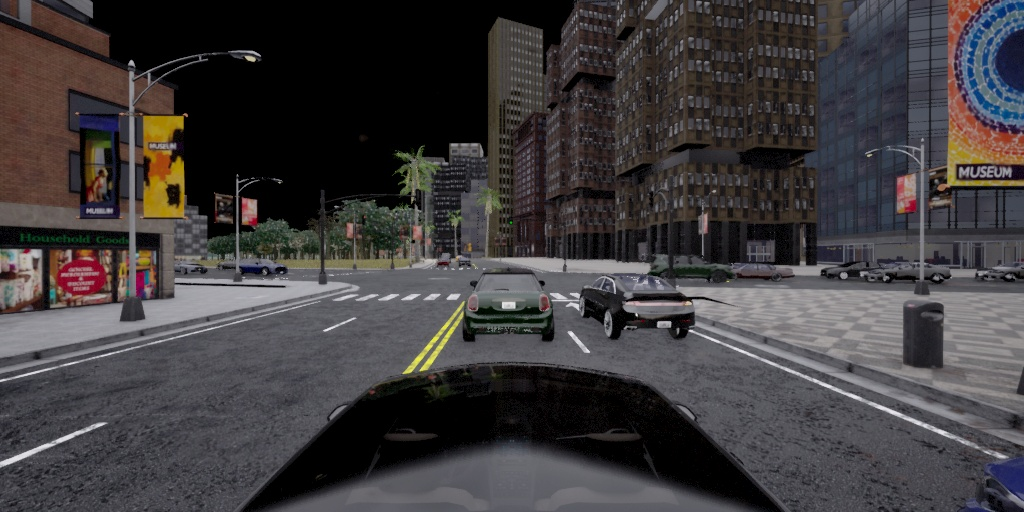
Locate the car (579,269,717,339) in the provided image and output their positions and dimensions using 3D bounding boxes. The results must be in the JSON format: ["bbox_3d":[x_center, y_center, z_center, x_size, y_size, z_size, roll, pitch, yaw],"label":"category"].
[{"bbox_3d":[3.176,1.240,10.038,2.128,1.511,4.902,0,0,-1],"label":"car"}]

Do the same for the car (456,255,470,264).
[{"bbox_3d":[-7.371,0.954,55.479,2.033,1.411,5.357,0,1,-12],"label":"car"}]

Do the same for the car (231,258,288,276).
[{"bbox_3d":[-24.274,0.991,34.897,4.553,1.767,2.097,0,0,13],"label":"car"}]

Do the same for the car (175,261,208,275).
[{"bbox_3d":[-33.952,1.181,37.192,4.181,1.385,1.994,0,0,13],"label":"car"}]

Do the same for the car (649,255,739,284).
[{"bbox_3d":[12.878,0.922,26.135,5.566,2.045,2.150,0,0,14],"label":"car"}]

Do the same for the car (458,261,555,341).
[{"bbox_3d":[-0.117,1.100,9.990,2.097,1.767,4.553,0,0,-1],"label":"car"}]

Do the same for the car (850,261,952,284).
[{"bbox_3d":[28.419,1.186,26.068,4.902,1.511,2.128,0,0,13],"label":"car"}]

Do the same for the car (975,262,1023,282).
[{"bbox_3d":[38.483,1.182,27.017,4.902,1.511,2.128,0,0,13],"label":"car"}]

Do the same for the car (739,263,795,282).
[{"bbox_3d":[18.942,1.237,28.312,5.357,1.411,2.033,0,0,13],"label":"car"}]

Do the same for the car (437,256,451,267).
[{"bbox_3d":[-10.545,1.011,54.890,1.895,1.301,4.718,0,1,-11],"label":"car"}]

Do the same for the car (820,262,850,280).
[{"bbox_3d":[28.379,1.186,29.416,4.892,1.490,1.837,0,0,13],"label":"car"}]

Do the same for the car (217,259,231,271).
[{"bbox_3d":[-33.746,1.077,44.037,4.902,1.511,2.128,0,0,13],"label":"car"}]
